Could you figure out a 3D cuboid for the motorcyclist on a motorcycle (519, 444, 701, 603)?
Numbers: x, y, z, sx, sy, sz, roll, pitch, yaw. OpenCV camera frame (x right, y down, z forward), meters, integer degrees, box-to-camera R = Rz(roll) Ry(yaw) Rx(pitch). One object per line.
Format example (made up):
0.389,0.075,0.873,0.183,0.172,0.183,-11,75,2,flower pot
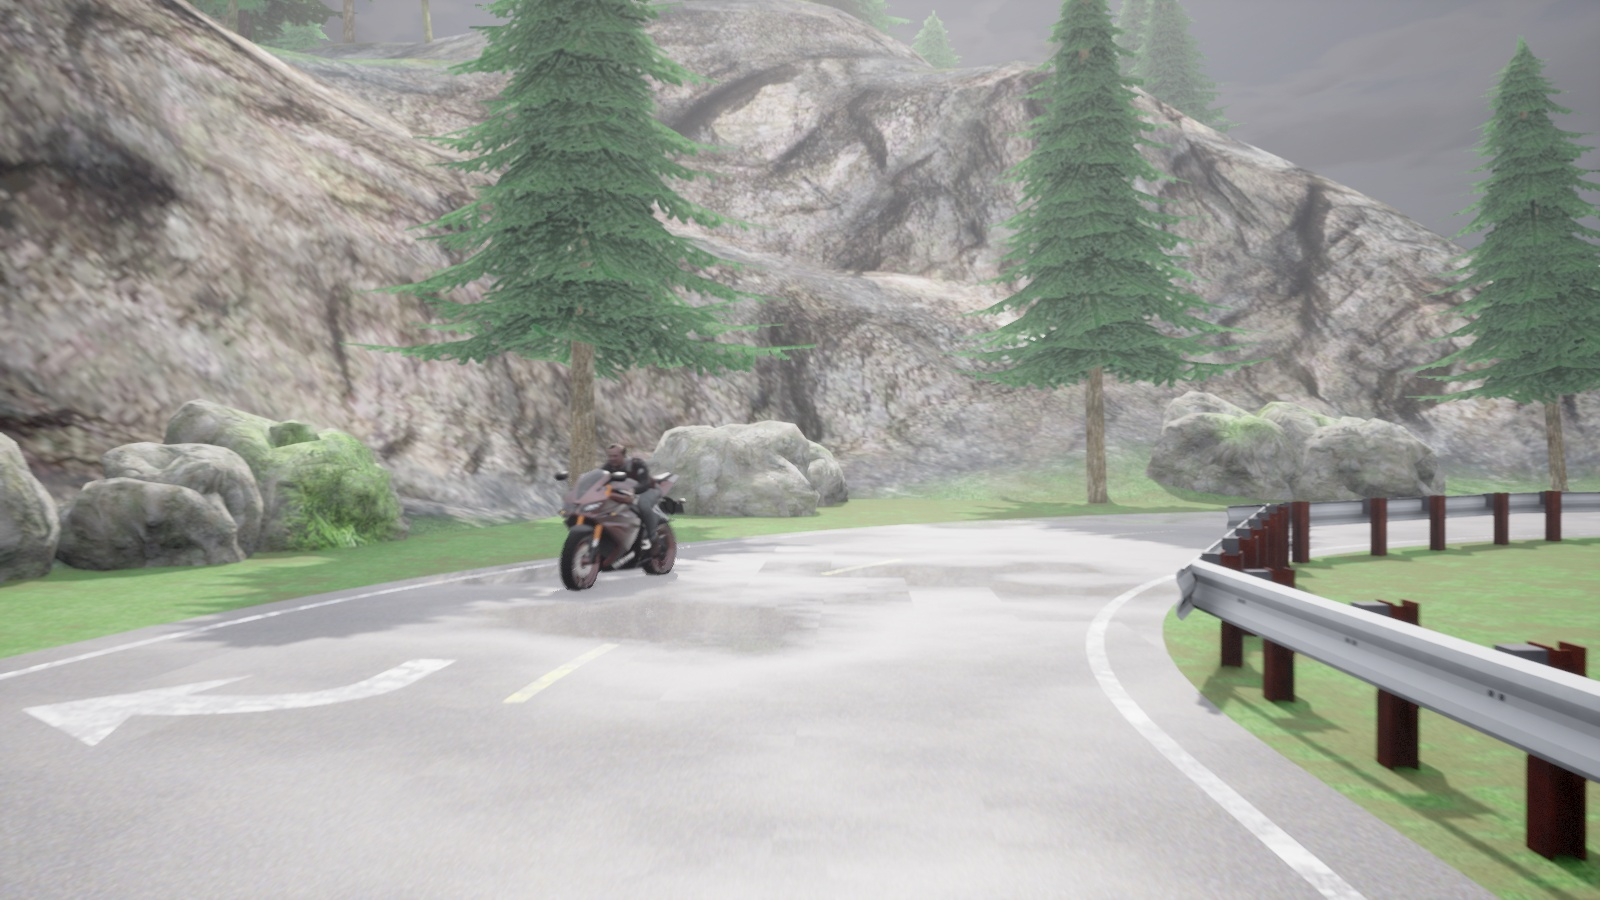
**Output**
-1.957,0.705,13.329,0.866,1.530,2.191,1,1,24,motorcyclist on a motorcycle
